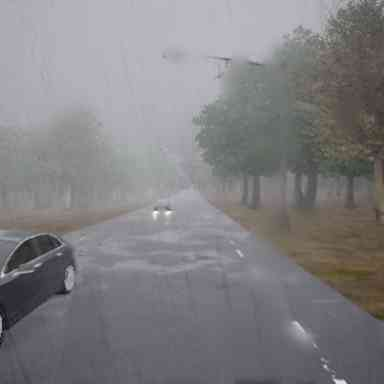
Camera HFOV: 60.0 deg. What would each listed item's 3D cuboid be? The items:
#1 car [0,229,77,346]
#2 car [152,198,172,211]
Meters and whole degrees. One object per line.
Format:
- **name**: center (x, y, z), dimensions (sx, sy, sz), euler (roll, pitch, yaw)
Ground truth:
- **car**: center (-3.598, 1.504, 5.955), dimensions (1.837, 1.490, 4.892), euler (0, 0, 0)
- **car**: center (-3.557, 1.510, 40.565), dimensions (1.812, 1.442, 4.674), euler (0, 0, 0)
